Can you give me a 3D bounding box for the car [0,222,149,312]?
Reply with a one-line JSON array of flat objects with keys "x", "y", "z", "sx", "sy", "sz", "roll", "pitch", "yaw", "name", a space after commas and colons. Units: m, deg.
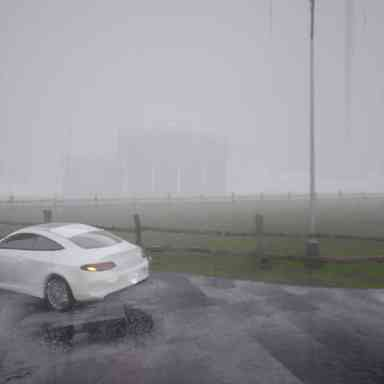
[{"x": -3.117, "y": 1.414, "z": 7.294, "sx": 4.674, "sy": 1.442, "sz": 1.812, "roll": 0, "pitch": 2, "yaw": 28, "name": "car"}]
